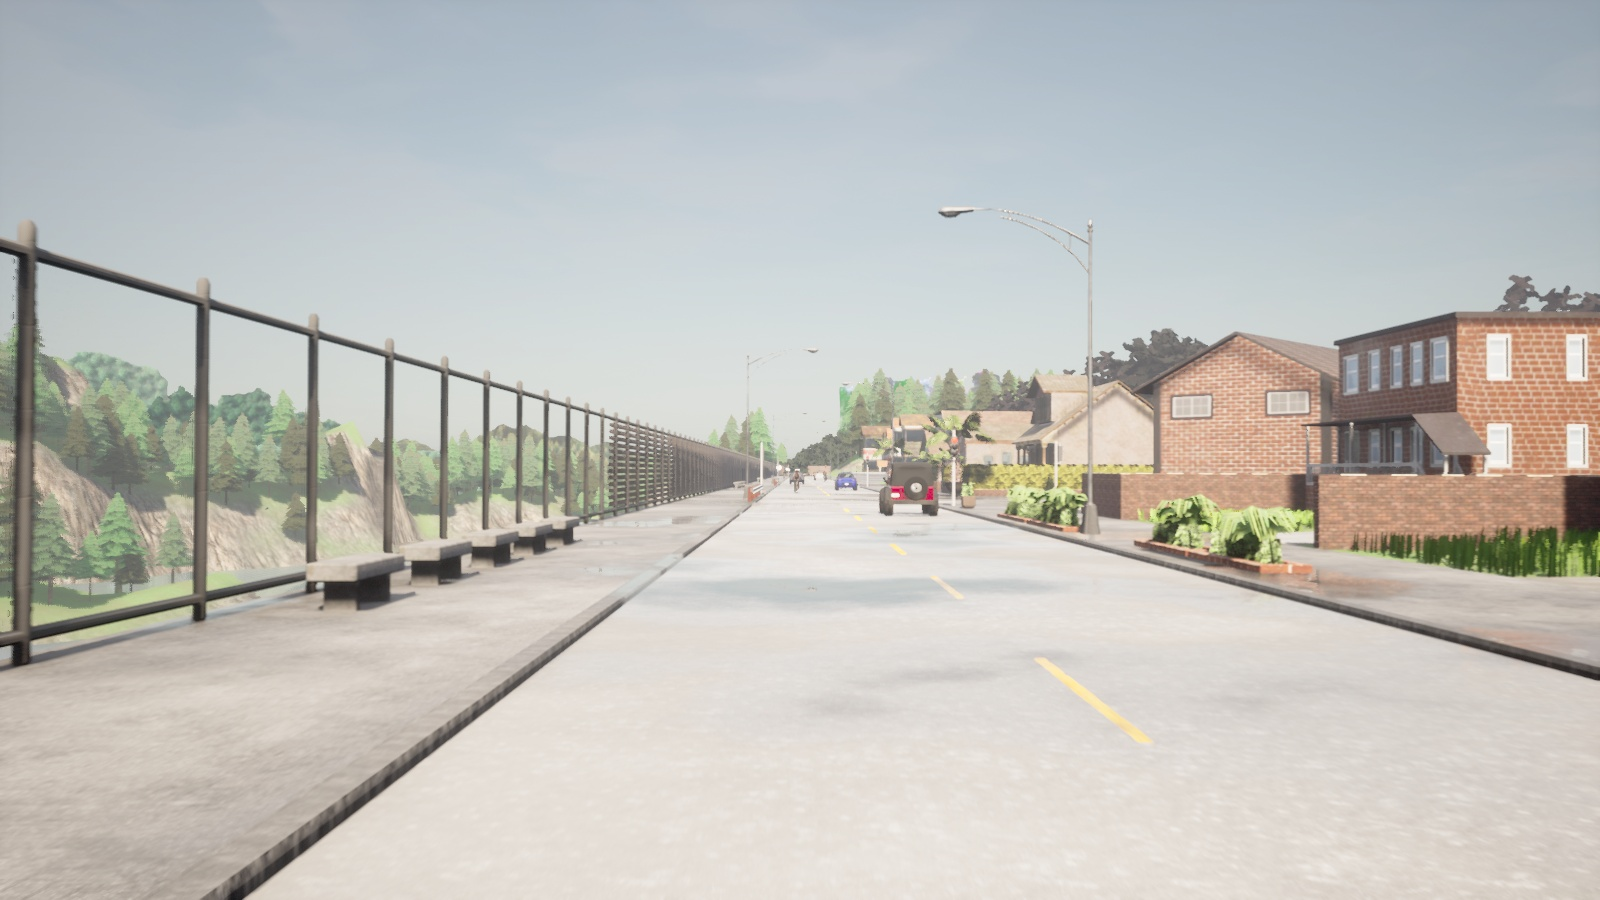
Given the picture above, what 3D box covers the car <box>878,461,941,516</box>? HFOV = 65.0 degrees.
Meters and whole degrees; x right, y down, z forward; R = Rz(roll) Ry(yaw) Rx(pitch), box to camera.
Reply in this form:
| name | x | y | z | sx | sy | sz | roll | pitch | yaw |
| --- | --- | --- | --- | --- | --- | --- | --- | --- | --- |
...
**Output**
| name | x | y | z | sx | sy | sz | roll | pitch | yaw |
| --- | --- | --- | --- | --- | --- | --- | --- | --- | --- |
| car | 3.890 | 1.350 | 45.087 | 1.905 | 1.878 | 3.866 | 0 | -1 | 0 |
